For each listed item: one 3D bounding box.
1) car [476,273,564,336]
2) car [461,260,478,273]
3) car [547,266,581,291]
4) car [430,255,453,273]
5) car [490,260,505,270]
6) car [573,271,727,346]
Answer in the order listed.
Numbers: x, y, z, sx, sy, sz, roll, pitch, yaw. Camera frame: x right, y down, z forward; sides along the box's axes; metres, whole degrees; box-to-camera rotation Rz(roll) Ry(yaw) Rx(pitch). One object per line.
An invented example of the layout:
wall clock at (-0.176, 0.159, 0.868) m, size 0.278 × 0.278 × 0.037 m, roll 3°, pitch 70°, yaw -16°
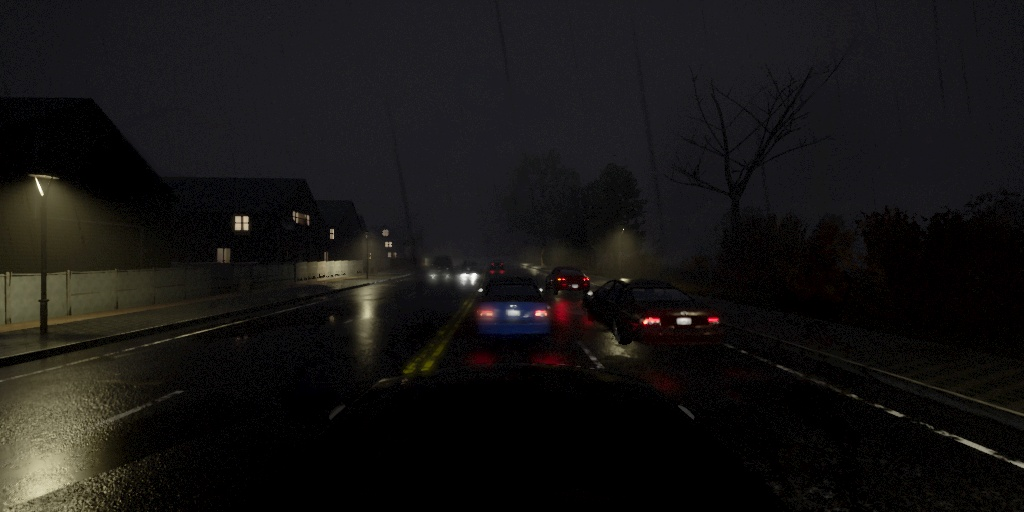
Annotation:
car at (-0.016, 1.299, 10.352) m, size 2.033 × 1.411 × 5.357 m, roll 0°, pitch 0°, yaw -1°
car at (-5.045, 1.230, 42.839) m, size 2.128 × 1.511 × 4.902 m, roll 0°, pitch 0°, yaw -3°
car at (2.953, 1.279, 19.529) m, size 1.812 × 1.442 × 4.674 m, roll 0°, pitch 0°, yaw -2°
car at (-8.298, 0.955, 42.792) m, size 2.150 × 2.045 × 5.566 m, roll 0°, pitch 0°, yaw -3°
car at (-2.188, 1.261, 51.724) m, size 1.812 × 1.442 × 4.674 m, roll 0°, pitch 0°, yaw -3°
car at (3.236, 1.300, 9.406) m, size 2.033 × 1.411 × 5.357 m, roll 0°, pitch 0°, yaw -2°
